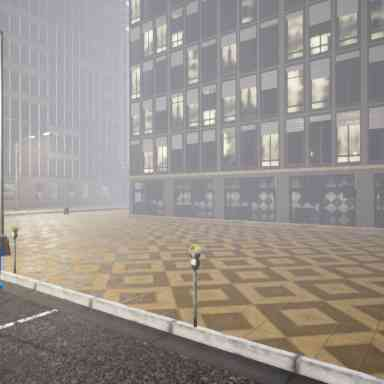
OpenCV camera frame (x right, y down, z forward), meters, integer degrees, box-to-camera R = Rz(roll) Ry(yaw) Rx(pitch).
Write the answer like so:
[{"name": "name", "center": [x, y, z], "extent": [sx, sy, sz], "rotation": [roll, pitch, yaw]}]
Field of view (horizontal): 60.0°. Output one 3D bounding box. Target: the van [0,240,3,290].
[{"name": "van", "center": [-5.636, 1.337, 7.009], "extent": [3.998, 1.788, 1.690], "rotation": [0, 0, 36]}]
